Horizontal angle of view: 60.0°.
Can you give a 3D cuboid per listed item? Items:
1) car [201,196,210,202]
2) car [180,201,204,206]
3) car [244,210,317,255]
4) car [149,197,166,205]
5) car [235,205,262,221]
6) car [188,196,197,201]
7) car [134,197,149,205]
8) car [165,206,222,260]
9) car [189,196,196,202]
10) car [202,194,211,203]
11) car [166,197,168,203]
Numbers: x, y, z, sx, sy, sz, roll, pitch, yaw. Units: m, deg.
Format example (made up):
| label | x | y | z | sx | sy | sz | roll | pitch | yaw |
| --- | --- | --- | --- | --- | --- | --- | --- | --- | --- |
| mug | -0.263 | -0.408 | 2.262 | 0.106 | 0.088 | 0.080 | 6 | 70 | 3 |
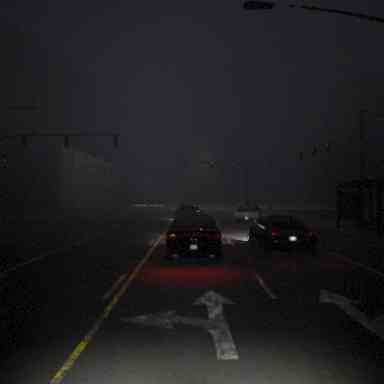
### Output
| label | x | y | z | sx | sy | sz | roll | pitch | yaw |
| --- | --- | --- | --- | --- | --- | --- | --- | --- | --- |
| car | 3.650 | 1.880 | 91.809 | 2.128 | 1.511 | 4.902 | 0 | 0 | 0 |
| car | -0.333 | 1.680 | 25.813 | 2.033 | 1.411 | 5.357 | 0 | 0 | -8 |
| car | 3.585 | 1.634 | 13.767 | 1.994 | 1.385 | 4.181 | 0 | 0 | 0 |
| car | -6.894 | 1.897 | 67.016 | 1.994 | 1.385 | 4.181 | 0 | 0 | 0 |
| car | 4.879 | 1.744 | 27.944 | 1.895 | 1.301 | 4.718 | 0 | 0 | 16 |
| car | 0.133 | 1.932 | 81.813 | 1.812 | 1.442 | 4.674 | 0 | 0 | 0 |
| car | -10.397 | 1.899 | 67.011 | 1.994 | 1.385 | 4.181 | 0 | 0 | 0 |
| car | 0.073 | 1.543 | 12.711 | 1.882 | 1.535 | 5.008 | 0 | 0 | 0 |
| car | 0.150 | 1.832 | 91.815 | 1.882 | 1.535 | 5.008 | 0 | 0 | 0 |
| car | 3.633 | 1.932 | 81.807 | 1.812 | 1.442 | 4.674 | 0 | 0 | 0 |
| car | -6.866 | 1.930 | 82.669 | 1.812 | 1.442 | 4.674 | 0 | 0 | 0 |
